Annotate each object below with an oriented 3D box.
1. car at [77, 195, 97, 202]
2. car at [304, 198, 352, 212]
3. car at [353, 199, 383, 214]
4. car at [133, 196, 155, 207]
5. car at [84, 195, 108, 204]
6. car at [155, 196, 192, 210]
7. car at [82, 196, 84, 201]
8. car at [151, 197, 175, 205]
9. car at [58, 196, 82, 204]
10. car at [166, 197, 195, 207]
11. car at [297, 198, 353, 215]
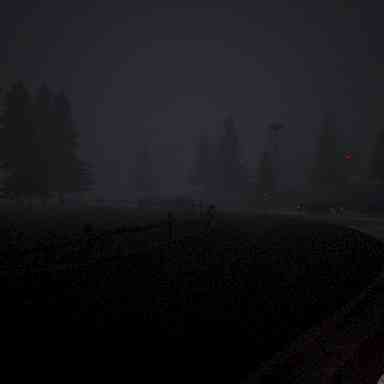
[{"bbox_3d":[-23.685,1.478,74.764,5.008,1.535,1.882,0,0,41],"label":"car"},{"bbox_3d":[16.358,1.477,40.190,5.008,1.535,1.882,0,0,41],"label":"car"},{"bbox_3d":[18.754,1.477,33.480,5.008,1.535,1.882,0,0,41],"label":"car"},{"bbox_3d":[-7.017,1.352,51.186,4.553,1.767,2.097,0,0,41],"label":"car"},{"bbox_3d":[-18.654,1.493,65.905,4.902,1.511,2.128,0,0,41],"label":"car"},{"bbox_3d":[-1.984,1.352,42.192,4.553,1.767,2.097,0,0,41],"label":"car"},{"bbox_3d":[-24.066,1.478,65.854,5.008,1.535,1.882,0,0,41],"label":"car"},{"bbox_3d":[-5.132,1.564,58.816,4.181,1.385,1.994,0,0,41],"label":"car"},{"bbox_3d":[-22.382,1.525,59.871,4.674,1.442,1.812,0,0,41],"label":"car"},{"bbox_3d":[-1.754,1.563,51.257,4.181,1.385,1.994,0,0,41],"label":"car"},{"bbox_3d":[13.163,1.505,33.696,4.892,1.490,1.837,0,0,41],"label":"car"}]
